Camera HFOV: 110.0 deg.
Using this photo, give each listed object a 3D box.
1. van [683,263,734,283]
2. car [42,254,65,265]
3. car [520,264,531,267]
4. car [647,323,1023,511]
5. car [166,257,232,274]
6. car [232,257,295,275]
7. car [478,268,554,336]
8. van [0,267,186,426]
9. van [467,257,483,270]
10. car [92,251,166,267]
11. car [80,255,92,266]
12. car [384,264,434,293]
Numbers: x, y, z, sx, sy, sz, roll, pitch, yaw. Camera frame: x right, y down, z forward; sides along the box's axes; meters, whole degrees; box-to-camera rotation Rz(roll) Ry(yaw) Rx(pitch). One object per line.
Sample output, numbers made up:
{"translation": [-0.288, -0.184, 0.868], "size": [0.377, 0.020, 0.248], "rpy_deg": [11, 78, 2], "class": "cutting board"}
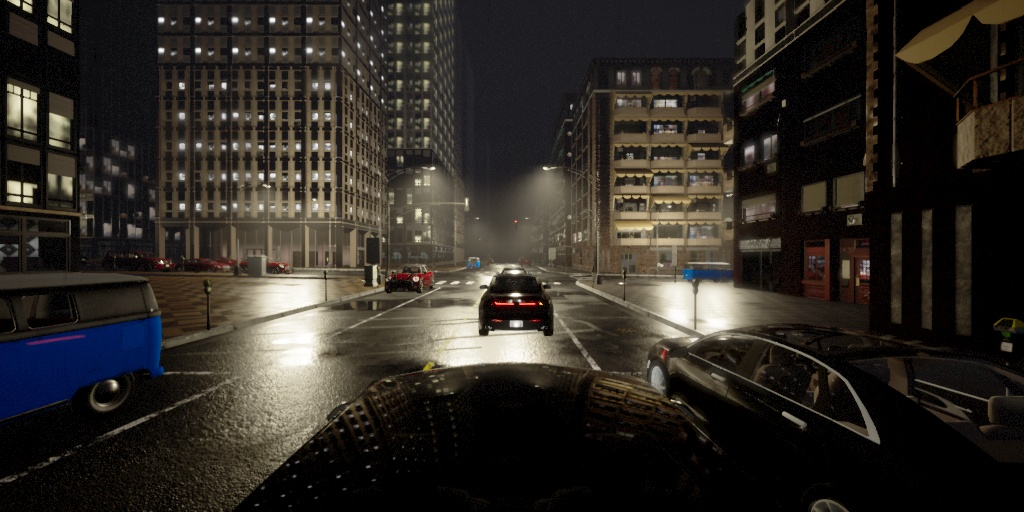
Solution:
{"translation": [16.915, 1.456, 30.943], "size": [3.998, 1.789, 1.690], "rpy_deg": [0, 0, 0], "class": "van"}
{"translation": [-49.102, 0.399, 39.315], "size": [4.313, 1.339, 1.948], "rpy_deg": [0, 0, 0], "class": "car"}
{"translation": [0.102, 1.316, 19.157], "size": [1.994, 1.385, 4.181], "rpy_deg": [0, 0, 0], "class": "car"}
{"translation": [2.692, 1.300, 3.280], "size": [2.007, 1.370, 4.403], "rpy_deg": [0, 0, 0], "class": "car"}
{"translation": [-26.718, 0.857, 30.983], "size": [4.207, 1.307, 1.802], "rpy_deg": [0, 0, 0], "class": "car"}
{"translation": [-21.144, 0.822, 30.995], "size": [4.097, 1.591, 1.967], "rpy_deg": [0, 0, 0], "class": "car"}
{"translation": [0.102, 1.255, 10.364], "size": [1.837, 1.490, 4.892], "rpy_deg": [0, 0, 0], "class": "car"}
{"translation": [-5.688, 1.091, 3.281], "size": [1.690, 1.789, 3.998], "rpy_deg": [0, 0, 0], "class": "van"}
{"translation": [-5.686, 1.104, 52.701], "size": [1.690, 1.789, 3.998], "rpy_deg": [0, 0, 0], "class": "van"}
{"translation": [-32.292, 0.482, 30.971], "size": [5.009, 1.841, 2.192], "rpy_deg": [0, 0, 0], "class": "car"}
{"translation": [-43.696, 0.465, 39.327], "size": [4.829, 1.417, 1.751], "rpy_deg": [0, 0, 0], "class": "car"}
{"translation": [-5.688, 1.191, 20.227], "size": [1.967, 1.591, 4.097], "rpy_deg": [0, 0, 0], "class": "car"}
